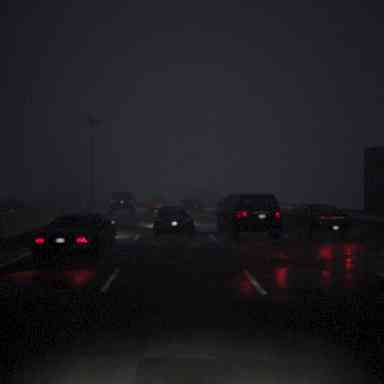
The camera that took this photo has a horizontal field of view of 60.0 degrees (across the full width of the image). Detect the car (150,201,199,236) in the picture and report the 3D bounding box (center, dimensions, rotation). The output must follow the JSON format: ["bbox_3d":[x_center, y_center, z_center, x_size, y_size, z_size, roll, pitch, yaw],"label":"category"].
[{"bbox_3d":[-1.007,1.414,17.381,1.994,1.385,4.181,0,0,-5],"label":"car"}]

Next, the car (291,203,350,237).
[{"bbox_3d":[6.064,1.329,16.957,2.128,1.511,4.902,0,0,-5],"label":"car"}]

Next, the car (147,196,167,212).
[{"bbox_3d":[-3.588,1.186,34.414,1.882,1.535,5.008,0,1,-11],"label":"car"}]

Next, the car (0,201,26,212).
[{"bbox_3d":[-17.659,1.323,32.397,1.994,1.385,4.181,0,0,-12],"label":"car"}]

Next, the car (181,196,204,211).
[{"bbox_3d":[-0.089,1.175,34.775,1.882,1.535,5.008,0,1,-11],"label":"car"}]

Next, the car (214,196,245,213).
[{"bbox_3d":[3.686,1.204,33.631,1.837,1.490,4.892,0,1,-10],"label":"car"}]

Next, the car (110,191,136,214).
[{"bbox_3d":[-6.586,0.962,31.589,2.150,2.045,5.566,0,1,-10],"label":"car"}]

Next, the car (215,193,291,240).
[{"bbox_3d":[2.631,1.072,16.353,2.150,2.045,5.566,0,1,-5],"label":"car"}]

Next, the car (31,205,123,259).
[{"bbox_3d":[-4.035,1.450,12.227,2.033,1.411,5.357,0,1,-4],"label":"car"}]
